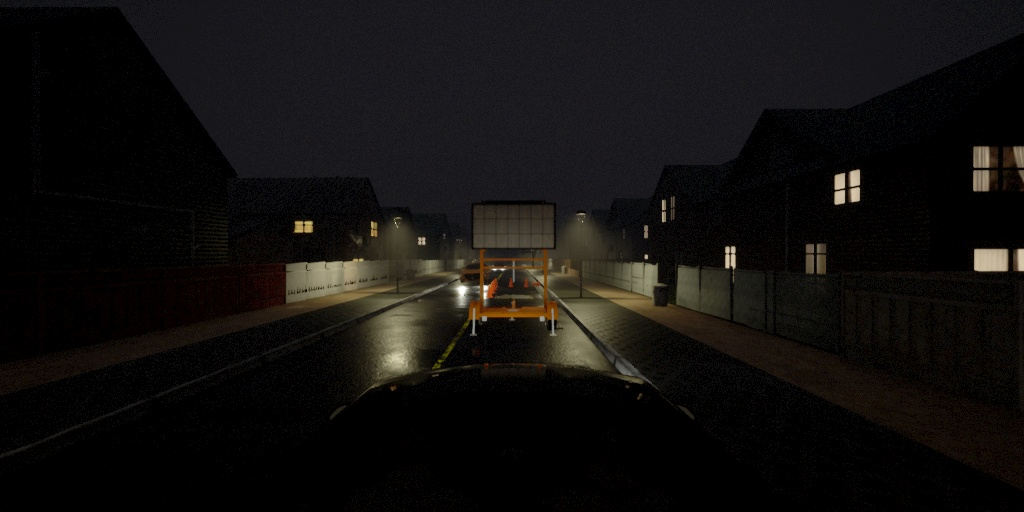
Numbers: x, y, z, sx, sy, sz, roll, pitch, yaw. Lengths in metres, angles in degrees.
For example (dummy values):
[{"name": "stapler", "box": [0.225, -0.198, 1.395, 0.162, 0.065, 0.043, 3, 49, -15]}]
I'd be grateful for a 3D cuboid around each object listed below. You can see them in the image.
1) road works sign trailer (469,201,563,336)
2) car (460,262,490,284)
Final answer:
[{"name": "road works sign trailer", "box": [0.048, 0.214, 10.396, 2.380, 3.560, 2.880, 0, 0, 1]}, {"name": "car", "box": [-2.723, 1.254, 27.341, 1.882, 1.535, 5.008, 0, 0, 0]}]
